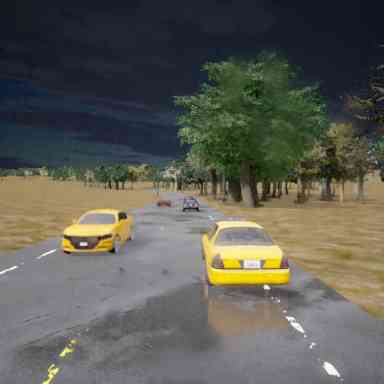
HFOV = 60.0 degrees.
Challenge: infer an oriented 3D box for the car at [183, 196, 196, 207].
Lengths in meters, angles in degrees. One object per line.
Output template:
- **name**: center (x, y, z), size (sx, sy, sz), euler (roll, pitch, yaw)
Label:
- **car**: center (-0.351, 1.372, 48.788), size (1.812, 1.442, 4.674), euler (0, 0, -1)

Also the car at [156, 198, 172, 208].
- **car**: center (-3.825, 1.465, 45.620), size (1.895, 1.301, 4.718), euler (0, 0, -1)

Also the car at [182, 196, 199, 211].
- **car**: center (-0.142, 1.450, 38.206), size (2.033, 1.411, 5.357), euler (0, 0, -1)

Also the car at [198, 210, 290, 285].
- **car**: center (1.219, 1.448, 9.354), size (1.801, 1.575, 5.366), euler (0, 0, 0)

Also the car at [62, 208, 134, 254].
- **car**: center (-3.625, 1.463, 13.594), size (1.882, 1.535, 5.008), euler (0, 0, 0)
